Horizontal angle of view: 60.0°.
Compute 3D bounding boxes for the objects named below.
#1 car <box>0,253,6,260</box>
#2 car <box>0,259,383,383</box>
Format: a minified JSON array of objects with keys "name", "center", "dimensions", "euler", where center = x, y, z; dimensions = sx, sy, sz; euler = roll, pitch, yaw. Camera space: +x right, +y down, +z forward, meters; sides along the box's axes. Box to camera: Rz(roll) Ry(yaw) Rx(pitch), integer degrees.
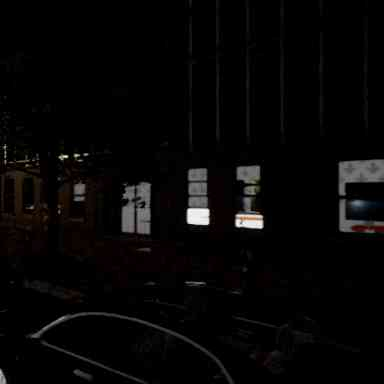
[{"name":"car","center":[-4.968,1.561,6.423],"dimensions":[4.403,1.369,2.008],"euler":[0,0,36]},{"name":"car","center":[-0.335,1.554,3.116],"dimensions":[4.403,1.369,2.008],"euler":[0,0,36]}]
